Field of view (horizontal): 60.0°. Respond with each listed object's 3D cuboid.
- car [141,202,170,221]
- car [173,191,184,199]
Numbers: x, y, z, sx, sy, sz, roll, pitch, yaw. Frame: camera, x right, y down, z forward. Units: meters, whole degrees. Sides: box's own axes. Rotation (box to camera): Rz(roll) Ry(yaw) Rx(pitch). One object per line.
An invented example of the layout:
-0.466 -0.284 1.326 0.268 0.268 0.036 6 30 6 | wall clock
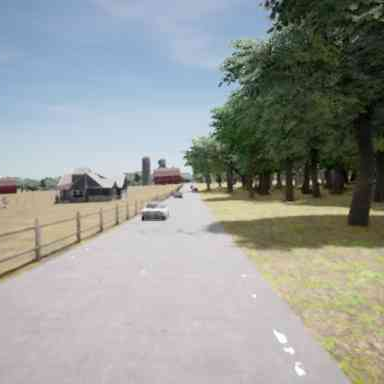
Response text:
-2.838 1.495 26.276 1.895 1.301 4.718 0 1 0 | car
-2.732 0.633 67.076 1.837 1.490 4.892 0 1 0 | car
